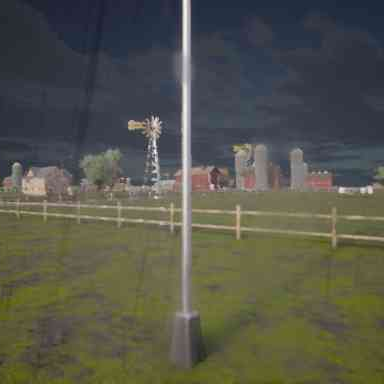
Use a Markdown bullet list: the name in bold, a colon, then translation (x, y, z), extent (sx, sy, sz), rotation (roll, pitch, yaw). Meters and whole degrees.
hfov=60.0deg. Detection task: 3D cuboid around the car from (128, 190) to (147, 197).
- **car**: translation (-11.012, 0.236, 67.806), extent (1.994, 1.385, 4.181), rotation (-1, 1, 36)
